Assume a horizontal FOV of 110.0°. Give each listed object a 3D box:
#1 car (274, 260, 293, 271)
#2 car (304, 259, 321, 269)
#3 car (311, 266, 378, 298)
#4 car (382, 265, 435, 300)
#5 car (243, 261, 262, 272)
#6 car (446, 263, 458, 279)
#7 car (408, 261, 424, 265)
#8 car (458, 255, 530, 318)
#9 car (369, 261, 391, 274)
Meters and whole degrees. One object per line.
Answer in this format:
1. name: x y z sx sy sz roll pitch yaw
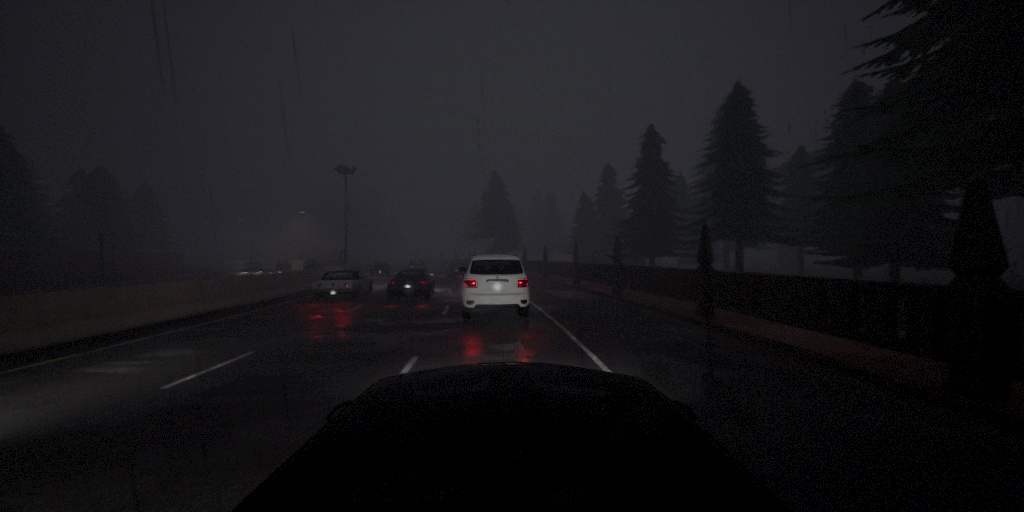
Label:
1. car: -32.286 1.360 50.671 2.128 1.511 4.902 0 0 -32
2. car: -28.863 1.207 51.845 2.097 1.767 4.553 0 0 -31
3. car: -8.562 1.382 18.593 1.895 1.301 4.718 0 0 -10
4. car: -4.953 1.332 17.936 1.994 1.385 4.181 0 0 -9
5. car: -35.568 1.406 49.352 1.812 1.442 4.674 0 0 -32
6. car: -4.958 1.314 33.422 2.033 1.411 5.357 0 0 -17
7. car: -9.928 1.277 37.044 2.128 1.511 4.902 0 0 -20
8. car: -0.733 0.974 13.251 2.150 2.045 5.566 0 0 -7
9. car: -13.791 1.304 37.398 1.837 1.490 4.892 0 0 -21
